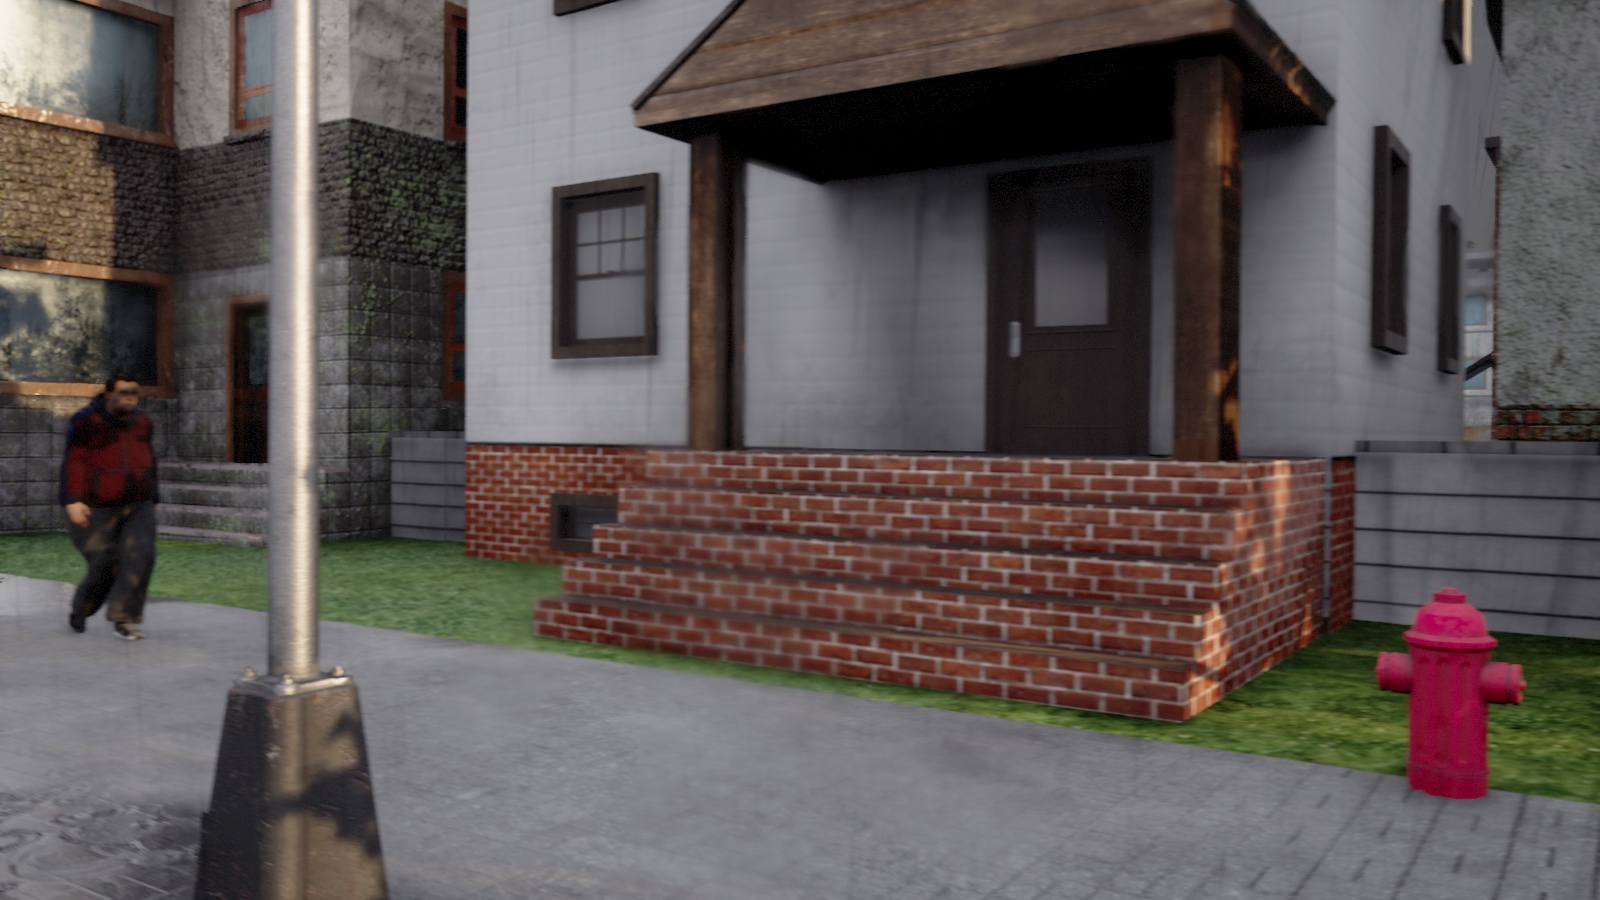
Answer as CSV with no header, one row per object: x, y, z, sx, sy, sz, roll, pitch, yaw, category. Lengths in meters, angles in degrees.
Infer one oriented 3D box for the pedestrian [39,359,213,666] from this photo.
-4.323,0.370,8.052,0.899,1.844,0.634,0,1,36,pedestrian
